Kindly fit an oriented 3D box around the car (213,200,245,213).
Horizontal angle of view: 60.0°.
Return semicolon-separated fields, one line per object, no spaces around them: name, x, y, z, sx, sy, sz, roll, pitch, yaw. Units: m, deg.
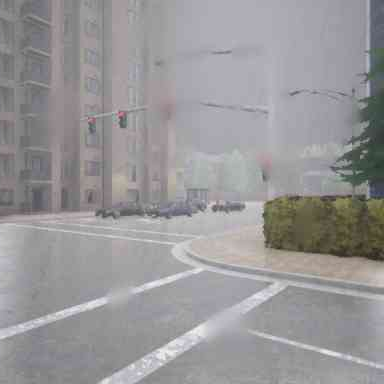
car;4.076;1.601;37.132;1.895;1.301;4.718;0;0;36

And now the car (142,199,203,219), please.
car;-1.579;1.547;29.389;2.033;1.411;5.357;0;0;36

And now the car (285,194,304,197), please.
car;13.946;1.222;44.434;2.150;2.045;5.566;0;0;36

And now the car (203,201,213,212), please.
car;-0.223;1.491;37.181;2.128;1.511;4.902;0;0;36

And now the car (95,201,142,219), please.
car;-5.915;1.547;29.383;2.033;1.411;5.357;0;0;36
